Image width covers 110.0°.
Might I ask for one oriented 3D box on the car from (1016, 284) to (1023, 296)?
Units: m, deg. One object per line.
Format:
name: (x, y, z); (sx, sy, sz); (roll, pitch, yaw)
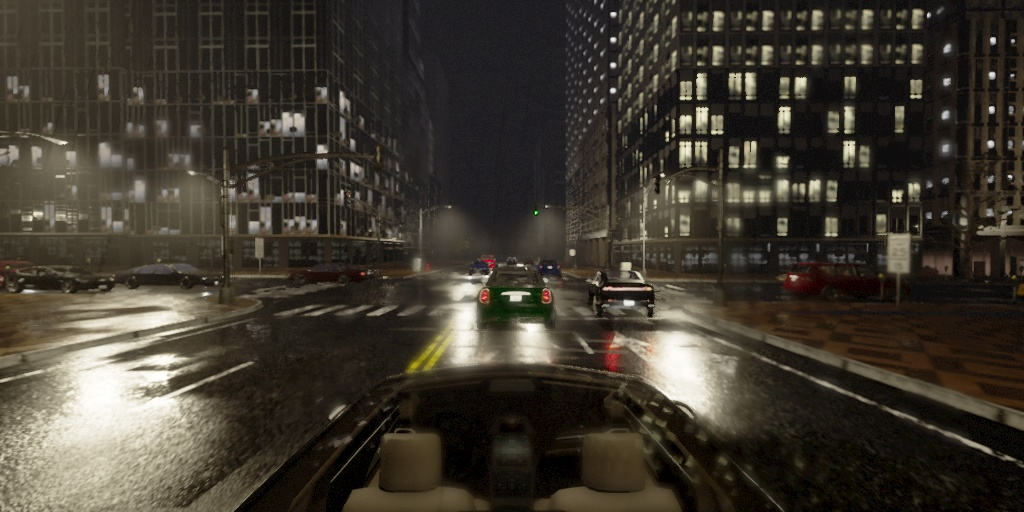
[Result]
car: (27.642, 1.574, 17.334); (4.829, 1.417, 1.751); (0, 0, 1)

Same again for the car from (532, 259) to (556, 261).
car: (3.352, 1.055, 33.798); (2.097, 1.767, 4.553); (0, 0, 0)

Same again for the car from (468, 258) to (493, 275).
car: (-3.347, 1.220, 37.540); (1.812, 1.442, 4.674); (0, 0, 0)

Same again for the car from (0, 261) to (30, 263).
car: (-29.114, 1.023, 20.893); (4.674, 1.442, 1.812); (1, 1, 1)

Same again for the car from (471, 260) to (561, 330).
car: (0.100, 1.100, 11.184); (2.097, 1.767, 4.553); (0, 0, 0)

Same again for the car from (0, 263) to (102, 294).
car: (-22.732, 1.167, 18.057); (4.313, 1.339, 1.948); (0, 0, 1)

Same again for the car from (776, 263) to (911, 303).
car: (16.193, 1.264, 17.530); (5.009, 1.841, 2.192); (0, 0, 1)

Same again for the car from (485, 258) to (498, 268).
car: (-3.251, 1.131, 58.236); (1.882, 1.535, 5.008); (0, 0, 0)

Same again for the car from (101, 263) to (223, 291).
car: (-19.707, 1.130, 20.688); (5.357, 1.411, 2.033); (0, 1, 0)

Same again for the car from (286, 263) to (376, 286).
car: (-11.872, 1.148, 23.711); (5.357, 1.411, 2.033); (1, 1, 5)

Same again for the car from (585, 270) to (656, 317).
car: (3.839, 1.260, 13.199); (2.128, 1.511, 4.902); (-1, -1, 7)

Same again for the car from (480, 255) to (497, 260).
car: (-3.330, 0.896, 47.764); (2.150, 2.045, 5.566); (0, 0, 0)
